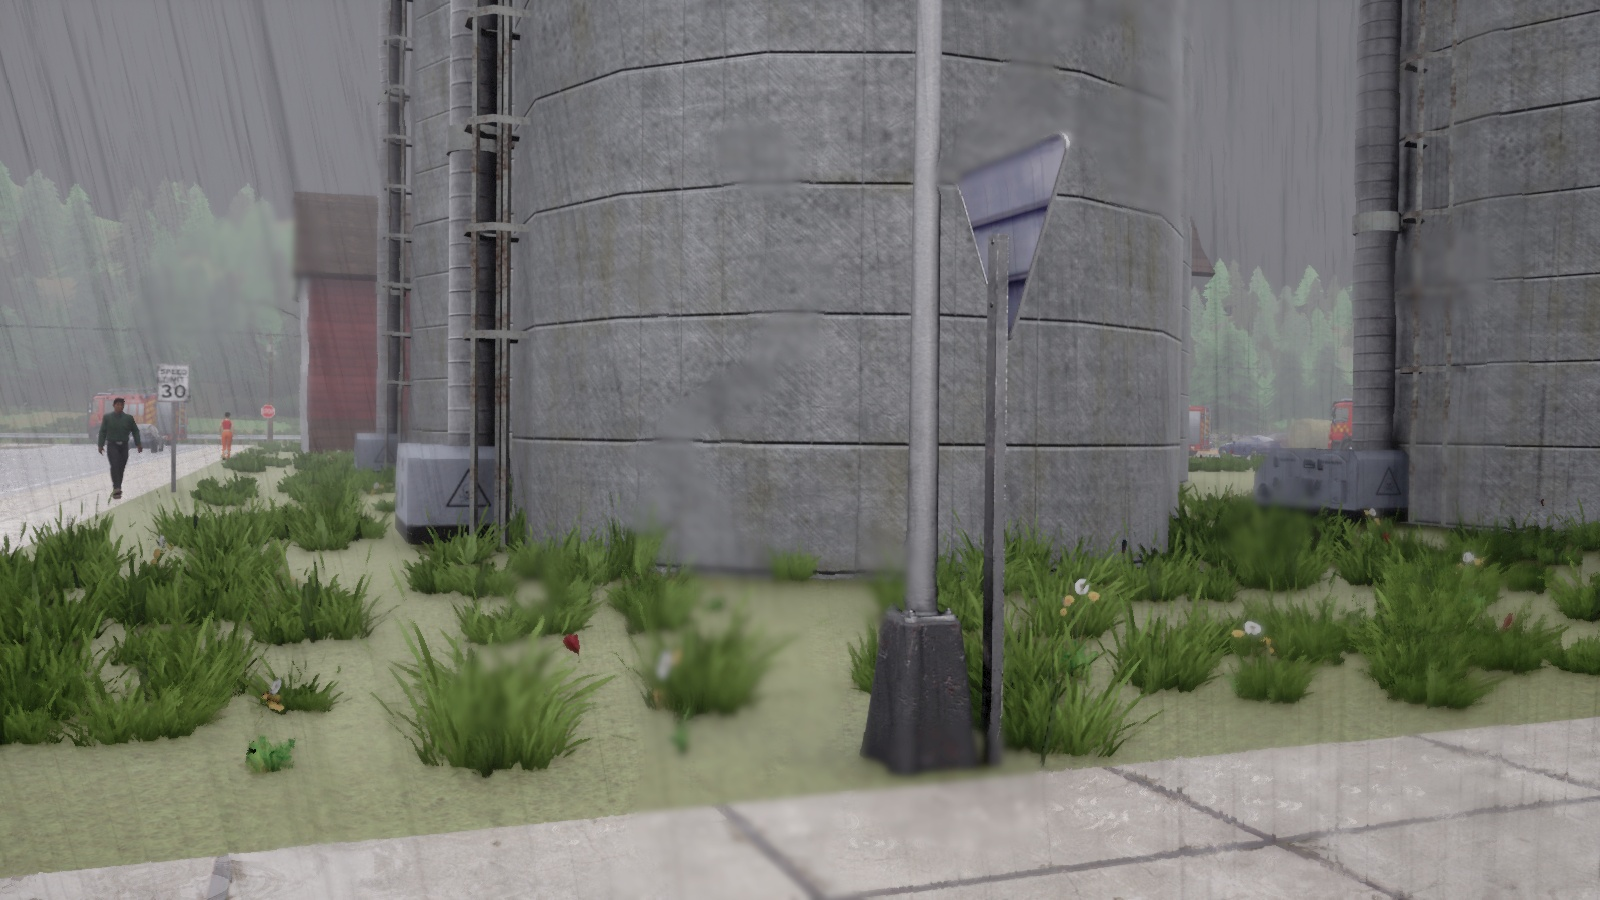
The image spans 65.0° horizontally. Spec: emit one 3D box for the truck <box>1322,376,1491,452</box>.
[{"bbox_3d":[32.460,-1.860,67.723,2.891,3.827,8.468,0,1,-22],"label":"truck"}]

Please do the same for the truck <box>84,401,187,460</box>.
[{"bbox_3d":[-45.174,-1.267,85.241,8.468,3.827,2.891,0,1,38],"label":"truck"}]

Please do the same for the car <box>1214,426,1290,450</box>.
[{"bbox_3d":[28.201,-0.784,78.468,1.812,1.442,4.674,-1,1,-21],"label":"car"}]

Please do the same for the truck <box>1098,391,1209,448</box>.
[{"bbox_3d":[24.537,-2.088,87.621,2.891,3.827,8.468,-1,1,-22],"label":"truck"}]

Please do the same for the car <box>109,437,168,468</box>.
[{"bbox_3d":[-33.945,0.115,64.540,2.163,1.488,4.792,-1,1,-22],"label":"car"}]

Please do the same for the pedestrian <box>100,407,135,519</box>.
[{"bbox_3d":[-12.166,0.221,22.369,0.423,1.949,0.788,-1,1,-35],"label":"pedestrian"}]

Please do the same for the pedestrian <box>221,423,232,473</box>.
[{"bbox_3d":[-21.547,-0.083,47.205,0.345,1.836,0.594,-1,1,-24],"label":"pedestrian"}]
